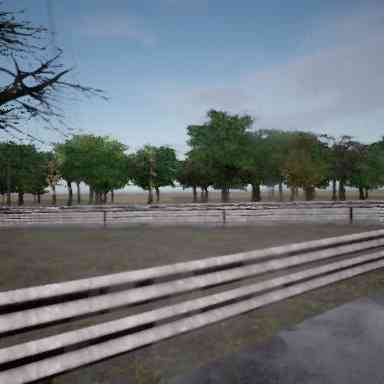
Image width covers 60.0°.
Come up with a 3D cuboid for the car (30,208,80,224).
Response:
[{"bbox_3d":[-14.148,2.397,34.525,5.008,1.535,1.882,-1,0,5],"label":"car"}]

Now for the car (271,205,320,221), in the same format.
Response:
[{"bbox_3d":[10.051,1.982,32.512,4.674,1.442,1.812,-1,0,5],"label":"car"}]

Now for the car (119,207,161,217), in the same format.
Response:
[{"bbox_3d":[-6.020,2.397,37.362,4.181,1.385,1.994,-1,0,5],"label":"car"}]

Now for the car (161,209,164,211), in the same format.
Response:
[{"bbox_3d":[-5.699,2.438,40.848,4.718,1.301,1.895,-1,0,5],"label":"car"}]
